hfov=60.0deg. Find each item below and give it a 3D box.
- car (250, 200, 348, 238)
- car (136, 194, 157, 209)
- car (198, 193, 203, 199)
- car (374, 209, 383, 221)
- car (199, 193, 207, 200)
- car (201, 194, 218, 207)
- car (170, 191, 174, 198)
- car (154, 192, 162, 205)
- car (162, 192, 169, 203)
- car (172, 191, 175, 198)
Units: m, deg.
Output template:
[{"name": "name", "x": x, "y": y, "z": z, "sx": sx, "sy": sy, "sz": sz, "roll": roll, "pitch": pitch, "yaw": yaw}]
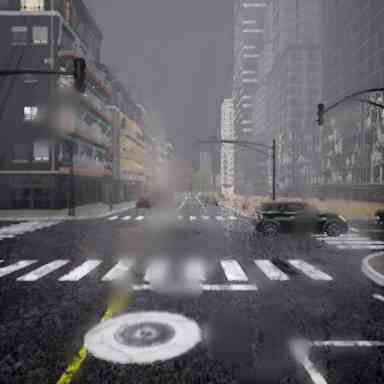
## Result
[{"name": "car", "x": 5.296, "y": 1.250, "z": 16.672, "sx": 4.553, "sy": 1.767, "sz": 2.097, "roll": 0, "pitch": 1, "yaw": 0}, {"name": "car", "x": -5.719, "y": 1.296, "z": 40.417, "sx": 1.887, "sy": 1.381, "sz": 4.507, "roll": -1, "pitch": 0, "yaw": 0}, {"name": "car", "x": 2.615, "y": 1.138, "z": 68.723, "sx": 2.008, "sy": 1.369, "sz": 4.403, "roll": -1, "pitch": 0, "yaw": 0}, {"name": "car", "x": 14.664, "y": 1.331, "z": 22.385, "sx": 4.313, "sy": 1.339, "sz": 1.947, "roll": 0, "pitch": 1, "yaw": 0}, {"name": "car", "x": 2.610, "y": 1.067, "z": 80.021, "sx": 1.887, "sy": 1.381, "sz": 4.507, "roll": -1, "pitch": 0, "yaw": 0}, {"name": "car", "x": 2.625, "y": 1.262, "z": 46.127, "sx": 1.887, "sy": 1.381, "sz": 4.507, "roll": -1, "pitch": 0, "yaw": 0}, {"name": "car", "x": -5.735, "y": 1.137, "z": 74.311, "sx": 1.802, "sy": 1.307, "sz": 4.206, "roll": -1, "pitch": 0, "yaw": 0}, {"name": "car", "x": -5.724, "y": 1.158, "z": 46.066, "sx": 1.967, "sy": 1.590, "sz": 4.097, "roll": -1, "pitch": 0, "yaw": 0}, {"name": "car", "x": -5.731, "y": 0.967, "z": 57.363, "sx": 2.192, "sy": 1.841, "sz": 5.009, "roll": -1, "pitch": 0, "yaw": 0}, {"name": "car", "x": -5.746, "y": 0.774, "z": 91.256, "sx": 2.192, "sy": 1.841, "sz": 5.009, "roll": -1, "pitch": 0, "yaw": 0}]
